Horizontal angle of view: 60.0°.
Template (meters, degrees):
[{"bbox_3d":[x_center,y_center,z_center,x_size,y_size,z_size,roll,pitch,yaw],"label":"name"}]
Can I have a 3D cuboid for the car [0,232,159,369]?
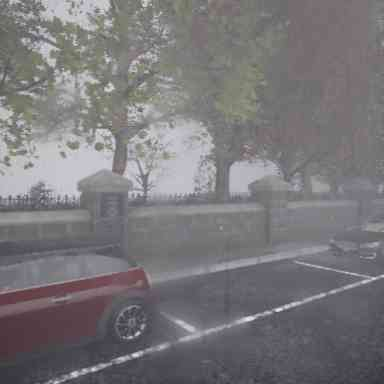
[{"bbox_3d":[-2.604,1.436,4.697,4.097,1.590,1.967,-1,1,-35],"label":"car"}]

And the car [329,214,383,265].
[{"bbox_3d":[6.371,1.461,11.189,4.403,1.369,2.008,-1,1,-35],"label":"car"}]
